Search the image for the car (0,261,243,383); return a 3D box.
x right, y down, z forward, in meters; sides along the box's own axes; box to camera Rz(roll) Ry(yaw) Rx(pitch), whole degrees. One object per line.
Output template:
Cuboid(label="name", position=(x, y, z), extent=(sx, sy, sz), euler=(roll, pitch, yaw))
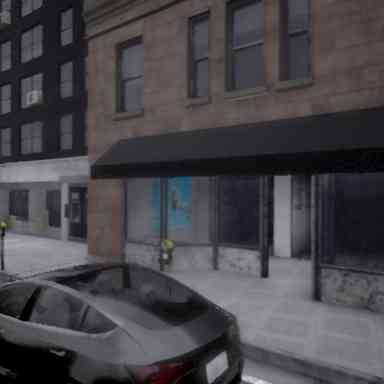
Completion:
Cuboid(label="car", position=(-1.472, 1.563, 4.124), extent=(4.313, 1.339, 1.947), euler=(0, 0, 35))
